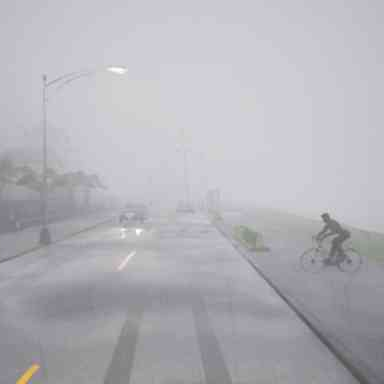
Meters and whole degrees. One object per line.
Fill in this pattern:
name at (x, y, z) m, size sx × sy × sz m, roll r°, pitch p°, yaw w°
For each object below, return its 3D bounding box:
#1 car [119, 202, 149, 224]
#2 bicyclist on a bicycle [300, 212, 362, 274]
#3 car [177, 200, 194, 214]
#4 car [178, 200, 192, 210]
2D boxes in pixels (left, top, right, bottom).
car at (-4.584, 1.579, 26.594) m, size 2.128 × 1.511 × 4.902 m, roll 0°, pitch 0°, yaw -1°
bicyclist on a bicycle at (3.674, 1.368, 8.780) m, size 1.656 × 1.620 × 0.582 m, roll 0°, pitch 0°, yaw -1°
car at (-0.742, 1.732, 37.835) m, size 1.994 × 1.385 × 4.181 m, roll 0°, pitch 0°, yaw -1°
car at (-0.981, 1.815, 48.232) m, size 1.895 × 1.301 × 4.718 m, roll 0°, pitch 0°, yaw -1°
